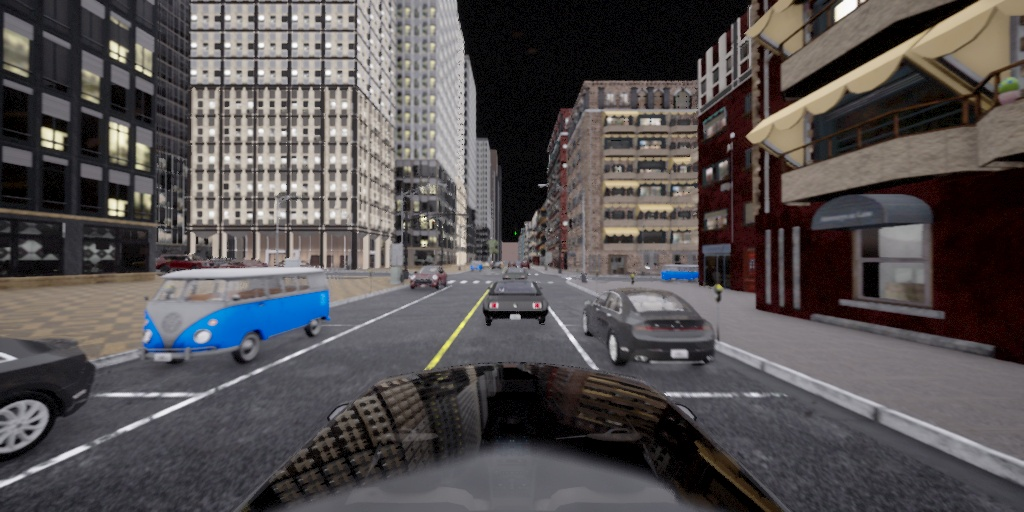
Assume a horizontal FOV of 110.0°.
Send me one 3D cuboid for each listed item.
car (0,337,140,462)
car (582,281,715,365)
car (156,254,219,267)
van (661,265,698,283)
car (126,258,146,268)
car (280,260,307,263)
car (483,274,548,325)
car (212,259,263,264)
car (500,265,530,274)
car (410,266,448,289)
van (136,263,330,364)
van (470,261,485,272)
[{"bbox_3d":[-5.690,1.306,2.291,2.007,1.370,4.403,0,0,0],"label":"car"},{"bbox_3d":[2.690,1.358,7.939,2.007,1.370,4.403,0,0,0],"label":"car"},{"bbox_3d":[-32.295,0.792,35.631,5.009,1.841,2.192,0,0,0],"label":"car"},{"bbox_3d":[16.912,1.770,35.597,3.998,1.789,1.690,0,0,0],"label":"van"},{"bbox_3d":[-43.699,0.852,43.989,4.829,1.417,1.751,0,0,0],"label":"car"},{"bbox_3d":[-21.147,1.133,35.655,4.097,1.591,1.967,0,0,0],"label":"car"},{"bbox_3d":[0.101,1.449,12.331,1.895,1.301,4.718,0,-1,0],"label":"car"},{"bbox_3d":[-26.721,1.167,35.643,4.207,1.307,1.802,0,0,0],"label":"car"},{"bbox_3d":[0.398,1.607,29.047,1.895,1.301,4.718,0,-1,4],"label":"car"},{"bbox_3d":[-5.690,1.404,24.884,1.967,1.591,4.097,0,0,0],"label":"car"},{"bbox_3d":[-5.690,1.148,7.939,1.690,1.789,3.998,0,0,0],"label":"van"},{"bbox_3d":[-5.690,1.616,57.357,1.690,1.789,3.998,0,0,0],"label":"van"}]
